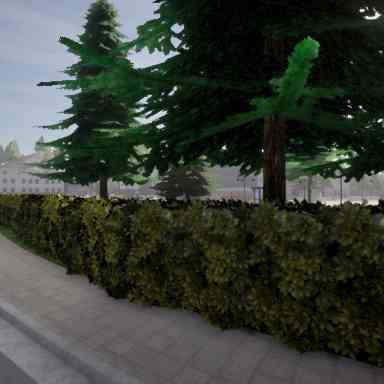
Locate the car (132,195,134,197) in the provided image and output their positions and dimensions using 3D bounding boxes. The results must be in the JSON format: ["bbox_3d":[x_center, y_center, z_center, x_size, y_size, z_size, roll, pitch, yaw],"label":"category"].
[{"bbox_3d":[-10.916,1.097,77.718,4.605,1.855,1.932,0,0,-36],"label":"car"}]

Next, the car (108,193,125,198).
[{"bbox_3d":[-20.412,1.154,90.228,5.027,1.636,2.152,0,0,-36],"label":"car"}]

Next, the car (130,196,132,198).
[{"bbox_3d":[-12.946,1.077,79.837,3.866,1.878,1.905,0,0,-36],"label":"car"}]

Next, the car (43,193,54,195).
[{"bbox_3d":[-29.670,1.298,72.102,4.514,1.523,2.007,0,0,-36],"label":"car"}]

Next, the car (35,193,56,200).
[{"bbox_3d":[-36.361,1.097,82.633,4.605,1.855,1.932,0,0,-36],"label":"car"}]

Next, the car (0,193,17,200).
[{"bbox_3d":[-44.668,1.077,80.711,3.866,1.878,1.905,0,0,-36],"label":"car"}]

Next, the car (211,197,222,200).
[{"bbox_3d":[5.512,1.340,84.417,2.097,1.767,4.553,0,0,-36],"label":"car"}]

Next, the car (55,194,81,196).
[{"bbox_3d":[-23.873,1.320,63.962,3.633,1.501,1.845,0,0,-36],"label":"car"}]

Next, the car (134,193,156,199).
[{"bbox_3d":[-7.949,1.384,60.636,3.806,1.475,1.970,0,0,-36],"label":"car"}]
